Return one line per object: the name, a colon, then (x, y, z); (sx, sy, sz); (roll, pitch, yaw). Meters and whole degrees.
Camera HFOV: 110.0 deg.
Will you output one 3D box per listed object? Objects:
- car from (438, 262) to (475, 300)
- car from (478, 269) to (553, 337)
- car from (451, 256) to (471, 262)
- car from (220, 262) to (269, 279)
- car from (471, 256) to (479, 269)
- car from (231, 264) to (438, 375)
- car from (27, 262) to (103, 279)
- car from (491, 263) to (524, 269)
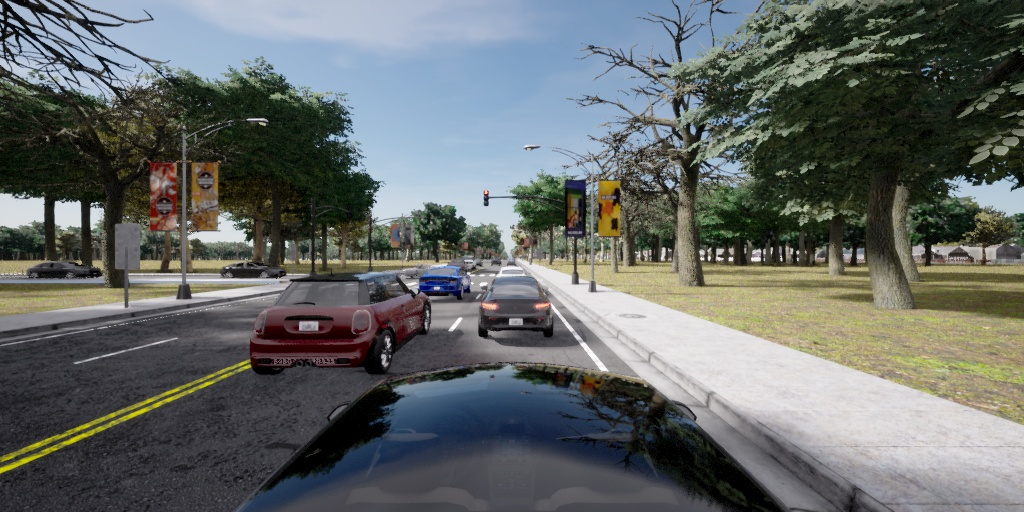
car: (-3.179, 1.230, 17.778); (1.882, 1.535, 5.008); (0, 0, 1)
car: (0.086, 1.276, 10.154); (1.812, 1.442, 4.674); (0, 0, 0)
car: (-6.673, 1.116, 43.611); (2.097, 1.767, 4.553); (0, 0, 0)
car: (-21.563, 1.240, 29.998); (4.892, 1.490, 1.837); (0, 0, 1)
car: (-6.692, 0.994, 54.293); (2.150, 2.045, 5.566); (0, 0, -1)
car: (-3.159, 1.102, 7.669); (2.097, 1.767, 4.553); (0, 0, 0)
car: (-37.295, 1.221, 29.966); (4.892, 1.490, 1.837); (0, 0, 0)
car: (0.033, 1.279, 19.257); (1.812, 1.442, 4.674); (0, 0, 0)
